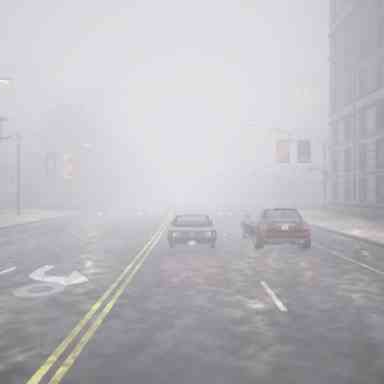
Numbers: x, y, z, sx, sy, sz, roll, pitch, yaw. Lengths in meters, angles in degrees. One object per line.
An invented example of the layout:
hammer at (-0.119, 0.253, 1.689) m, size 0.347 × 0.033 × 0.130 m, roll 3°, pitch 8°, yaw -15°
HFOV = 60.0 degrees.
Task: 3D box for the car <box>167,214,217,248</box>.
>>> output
car at (-0.001, 1.615, 14.683) m, size 1.895 × 1.301 × 4.718 m, roll 0°, pitch 0°, yaw 0°

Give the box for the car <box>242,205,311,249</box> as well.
car at (3.499, 1.365, 14.630) m, size 2.097 × 1.767 × 4.553 m, roll 0°, pitch 0°, yaw 0°

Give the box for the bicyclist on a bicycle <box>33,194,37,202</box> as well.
bicyclist on a bicycle at (-31.492, 1.299, 66.786) m, size 0.582 × 1.620 × 1.656 m, roll 0°, pitch 0°, yaw 0°
